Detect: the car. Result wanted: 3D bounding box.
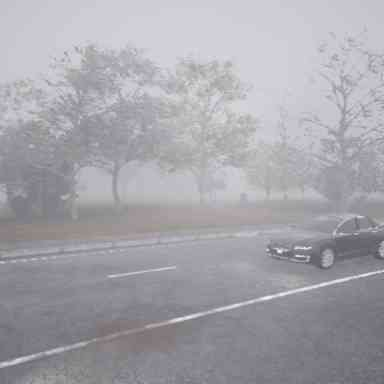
[{"bbox_3d":[4.641,1.488,10.979,4.892,1.490,1.837,0,0,-31],"label":"car"}]
